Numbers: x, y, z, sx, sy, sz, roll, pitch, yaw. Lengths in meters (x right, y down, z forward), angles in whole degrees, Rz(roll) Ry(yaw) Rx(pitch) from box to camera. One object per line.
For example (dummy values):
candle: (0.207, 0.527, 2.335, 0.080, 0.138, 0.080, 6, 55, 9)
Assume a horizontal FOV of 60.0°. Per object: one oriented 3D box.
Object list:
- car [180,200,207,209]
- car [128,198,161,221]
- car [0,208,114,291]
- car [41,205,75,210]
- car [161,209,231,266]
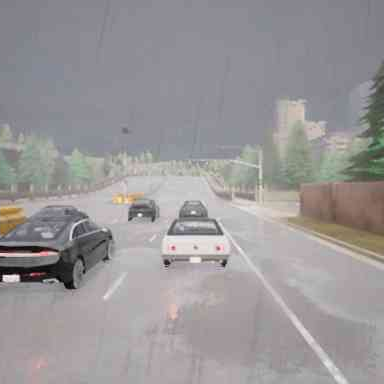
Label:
car: (0.095, 1.287, 23.749, 1.994, 1.385, 4.181, 0, 1, 0)
car: (-3.405, 1.224, 24.127, 1.837, 1.490, 4.892, 0, 1, 0)
car: (-3.401, 1.389, 8.702, 2.128, 1.511, 4.902, 0, 1, 0)
car: (-6.904, 1.360, 17.460, 1.994, 1.385, 4.181, 0, 1, 0)
car: (0.098, 1.472, 10.961, 1.895, 1.301, 4.718, 0, 1, 0)
